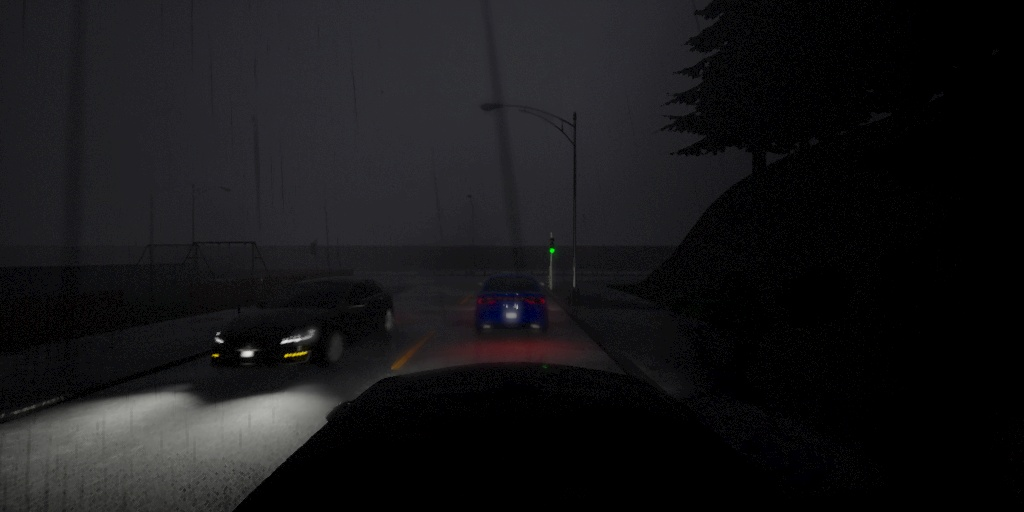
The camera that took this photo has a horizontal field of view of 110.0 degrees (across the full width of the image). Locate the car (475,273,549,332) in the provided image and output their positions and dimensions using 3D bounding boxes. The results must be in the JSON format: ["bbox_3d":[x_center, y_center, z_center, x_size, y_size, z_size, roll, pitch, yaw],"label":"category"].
[{"bbox_3d":[0.000,1.243,10.921,1.882,1.535,5.008,0,0,0],"label":"car"}]

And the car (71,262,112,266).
[{"bbox_3d":[-35.207,1.277,30.459,5.008,1.535,1.882,0,0,0],"label":"car"}]

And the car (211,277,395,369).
[{"bbox_3d":[-4.099,1.265,7.985,1.837,1.490,4.892,0,0,0],"label":"car"}]

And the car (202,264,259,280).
[{"bbox_3d":[-23.879,1.364,30.498,4.181,1.385,1.994,0,0,0],"label":"car"}]
